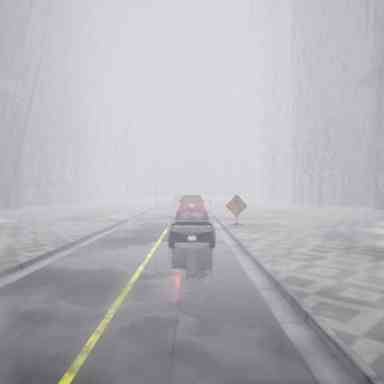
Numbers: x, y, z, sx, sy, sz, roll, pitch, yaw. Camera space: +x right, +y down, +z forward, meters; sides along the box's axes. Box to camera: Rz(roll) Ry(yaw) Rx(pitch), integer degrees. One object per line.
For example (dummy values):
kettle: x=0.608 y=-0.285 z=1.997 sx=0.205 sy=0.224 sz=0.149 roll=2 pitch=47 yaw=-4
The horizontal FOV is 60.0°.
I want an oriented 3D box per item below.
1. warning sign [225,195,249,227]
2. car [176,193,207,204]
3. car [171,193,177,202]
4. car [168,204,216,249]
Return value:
warning sign: x=2.711 y=1.119 z=20.244 sx=1.300 sy=1.860 sz=1.060 roll=0 pitch=0 yaw=0
car: x=0.000 y=1.269 z=29.681 sx=2.150 sy=2.045 sz=5.566 roll=0 pitch=0 yaw=0
car: x=-2.999 y=1.265 z=75.907 sx=2.150 sy=2.045 sz=5.566 roll=0 pitch=0 yaw=0
car: x=0.000 y=1.498 z=14.650 sx=2.128 sy=1.511 sz=4.902 roll=0 pitch=0 yaw=0
